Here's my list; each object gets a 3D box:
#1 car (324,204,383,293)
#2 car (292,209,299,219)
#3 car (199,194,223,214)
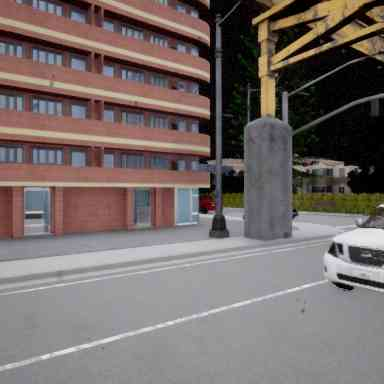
[{"bbox_3d":[5.524,1.219,7.957,5.566,2.045,2.150,0,0,-36],"label":"car"},{"bbox_3d":[6.748,1.616,28.496,1.895,1.301,4.718,0,0,-35],"label":"car"},{"bbox_3d":[1.025,1.258,36.568,2.150,2.045,5.566,0,0,-35],"label":"car"}]
